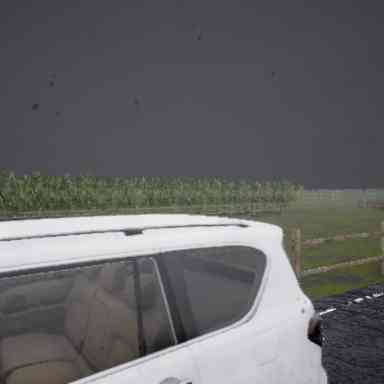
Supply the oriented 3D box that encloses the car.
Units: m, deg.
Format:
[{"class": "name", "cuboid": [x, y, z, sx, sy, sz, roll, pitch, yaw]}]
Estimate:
[{"class": "car", "cuboid": [-1.545, 1.221, 1.892, 5.566, 2.045, 2.150, 0, 0, -35]}]
